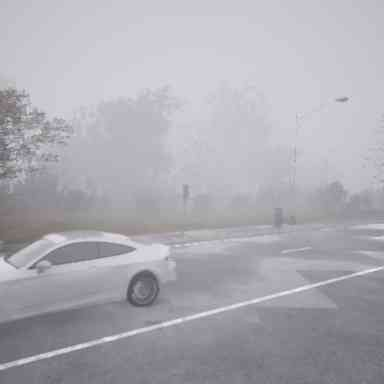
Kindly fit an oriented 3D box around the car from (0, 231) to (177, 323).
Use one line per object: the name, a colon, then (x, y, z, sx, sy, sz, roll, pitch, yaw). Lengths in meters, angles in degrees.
car: (-2.494, 1.536, 6.513, 4.674, 1.442, 1.812, 0, 0, -35)
